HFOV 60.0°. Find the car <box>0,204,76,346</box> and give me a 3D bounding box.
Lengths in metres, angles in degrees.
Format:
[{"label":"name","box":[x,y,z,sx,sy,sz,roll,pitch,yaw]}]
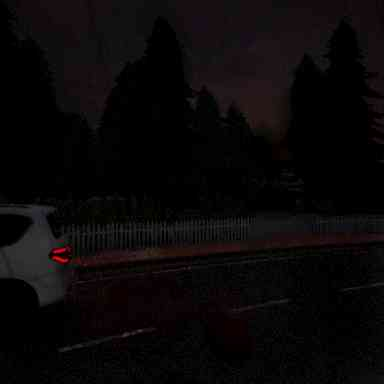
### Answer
[{"label":"car","box":[-4.626,1.221,4.830,5.566,2.045,2.150,0,0,-35]}]
